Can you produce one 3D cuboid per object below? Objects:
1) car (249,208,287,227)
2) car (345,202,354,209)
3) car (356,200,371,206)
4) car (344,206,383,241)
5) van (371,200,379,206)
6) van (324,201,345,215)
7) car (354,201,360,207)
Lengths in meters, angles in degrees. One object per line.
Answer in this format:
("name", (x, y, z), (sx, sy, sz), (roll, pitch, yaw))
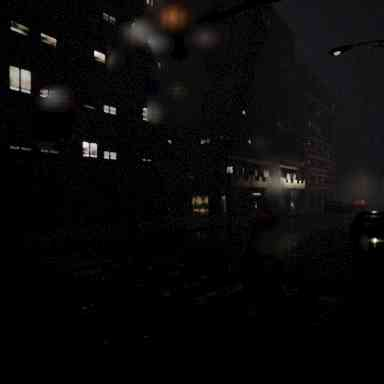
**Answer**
("car", (6.302, 2.000, 27.379), (1.752, 1.417, 4.829), (-2, -2, 35))
("car", (22.720, 2.359, 50.575), (1.967, 1.590, 4.097), (-2, -2, 35))
("car", (32.511, 2.499, 64.411), (2.192, 1.841, 5.009), (-2, -2, 35))
("car", (9.923, 1.749, 18.109), (1.967, 1.590, 4.097), (-2, -2, 35))
("van", (45.531, 2.880, 82.880), (1.690, 1.788, 3.998), (-2, -2, 35))
("van", (19.455, 2.171, 45.966), (1.690, 1.788, 3.998), (-2, -2, 35))
("car", (25.985, 2.551, 55.183), (1.887, 1.381, 4.507), (-2, -2, 35))
